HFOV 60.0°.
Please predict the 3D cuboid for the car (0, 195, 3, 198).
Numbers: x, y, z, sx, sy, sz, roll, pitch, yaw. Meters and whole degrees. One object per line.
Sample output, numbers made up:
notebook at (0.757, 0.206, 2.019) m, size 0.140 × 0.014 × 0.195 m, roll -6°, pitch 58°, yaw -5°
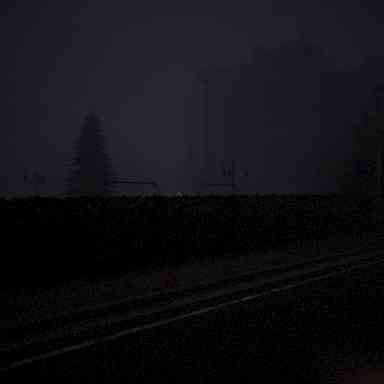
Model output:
car at (-40.312, 1.373, 67.393) m, size 3.633 × 1.501 × 1.845 m, roll 0°, pitch 0°, yaw -38°
